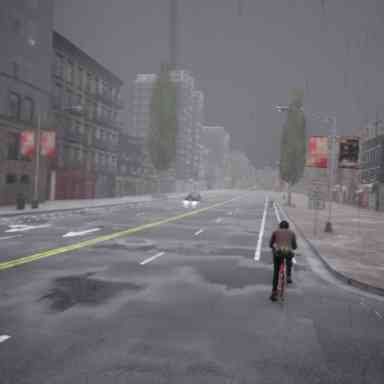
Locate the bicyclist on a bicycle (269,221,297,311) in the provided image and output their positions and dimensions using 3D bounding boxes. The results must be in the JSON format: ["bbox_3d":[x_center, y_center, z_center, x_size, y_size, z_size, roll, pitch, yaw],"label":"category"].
[{"bbox_3d":[1.797,1.402,6.599,0.582,1.620,1.656,3,-2,13],"label":"bicyclist on a bicycle"}]

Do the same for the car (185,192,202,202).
[{"bbox_3d":[0.340,0.749,53.225,1.994,1.385,4.181,3,1,13],"label":"car"}]

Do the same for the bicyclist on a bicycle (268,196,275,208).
[{"bbox_3d":[10.373,1.352,43.367,0.866,1.612,1.509,3,1,13],"label":"bicyclist on a bicycle"}]
